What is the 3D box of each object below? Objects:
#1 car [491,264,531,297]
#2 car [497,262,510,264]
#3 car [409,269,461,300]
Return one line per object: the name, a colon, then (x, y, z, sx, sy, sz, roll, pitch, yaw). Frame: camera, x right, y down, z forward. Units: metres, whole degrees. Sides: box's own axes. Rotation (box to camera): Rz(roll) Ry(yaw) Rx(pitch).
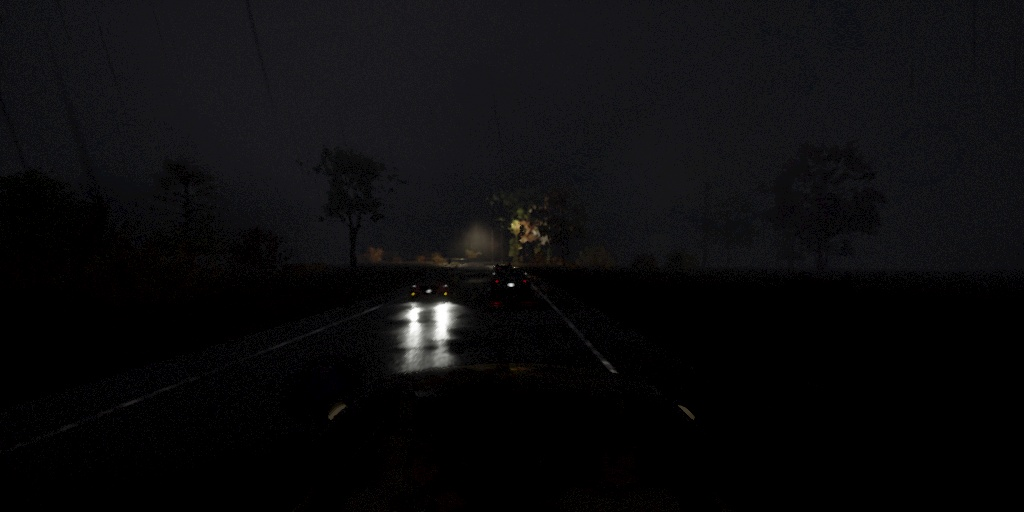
car: (-0.105, 1.334, 18.929, 1.994, 1.385, 4.181, 0, 0, -2)
car: (-0.978, 1.380, 41.198, 1.895, 1.301, 4.718, 0, 0, -4)
car: (-3.669, 1.352, 17.713, 1.994, 1.385, 4.181, 0, 0, -1)
